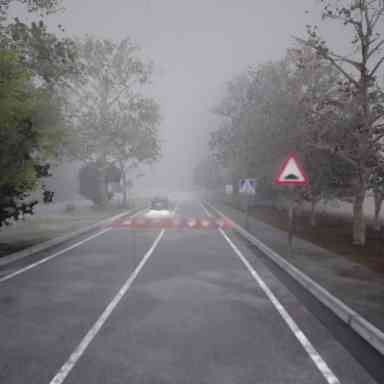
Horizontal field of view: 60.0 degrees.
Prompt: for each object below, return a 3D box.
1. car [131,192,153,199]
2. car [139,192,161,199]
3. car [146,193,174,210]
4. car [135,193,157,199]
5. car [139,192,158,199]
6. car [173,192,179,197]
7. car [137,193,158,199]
[{"bbox_3d":[-10.881,0.987,77.778,5.366,1.575,1.946,0,-1,-1],"label":"car"},{"bbox_3d":[-11.171,0.945,88.869,5.566,2.045,2.435,0,-1,-1],"label":"car"},{"bbox_3d":[-3.572,1.170,37.951,2.128,1.511,4.902,0,1,-1],"label":"car"},{"bbox_3d":[-11.105,1.031,80.544,4.892,1.521,2.231,0,-1,-1],"label":"car"},{"bbox_3d":[-11.198,1.009,86.094,4.553,1.767,2.185,0,-1,-1],"label":"car"},{"bbox_3d":[-4.000,0.812,79.304,1.812,1.442,4.674,0,-1,-1],"label":"car"},{"bbox_3d":[-11.139,1.078,83.316,5.008,1.535,2.097,0,-1,-1],"label":"car"}]
